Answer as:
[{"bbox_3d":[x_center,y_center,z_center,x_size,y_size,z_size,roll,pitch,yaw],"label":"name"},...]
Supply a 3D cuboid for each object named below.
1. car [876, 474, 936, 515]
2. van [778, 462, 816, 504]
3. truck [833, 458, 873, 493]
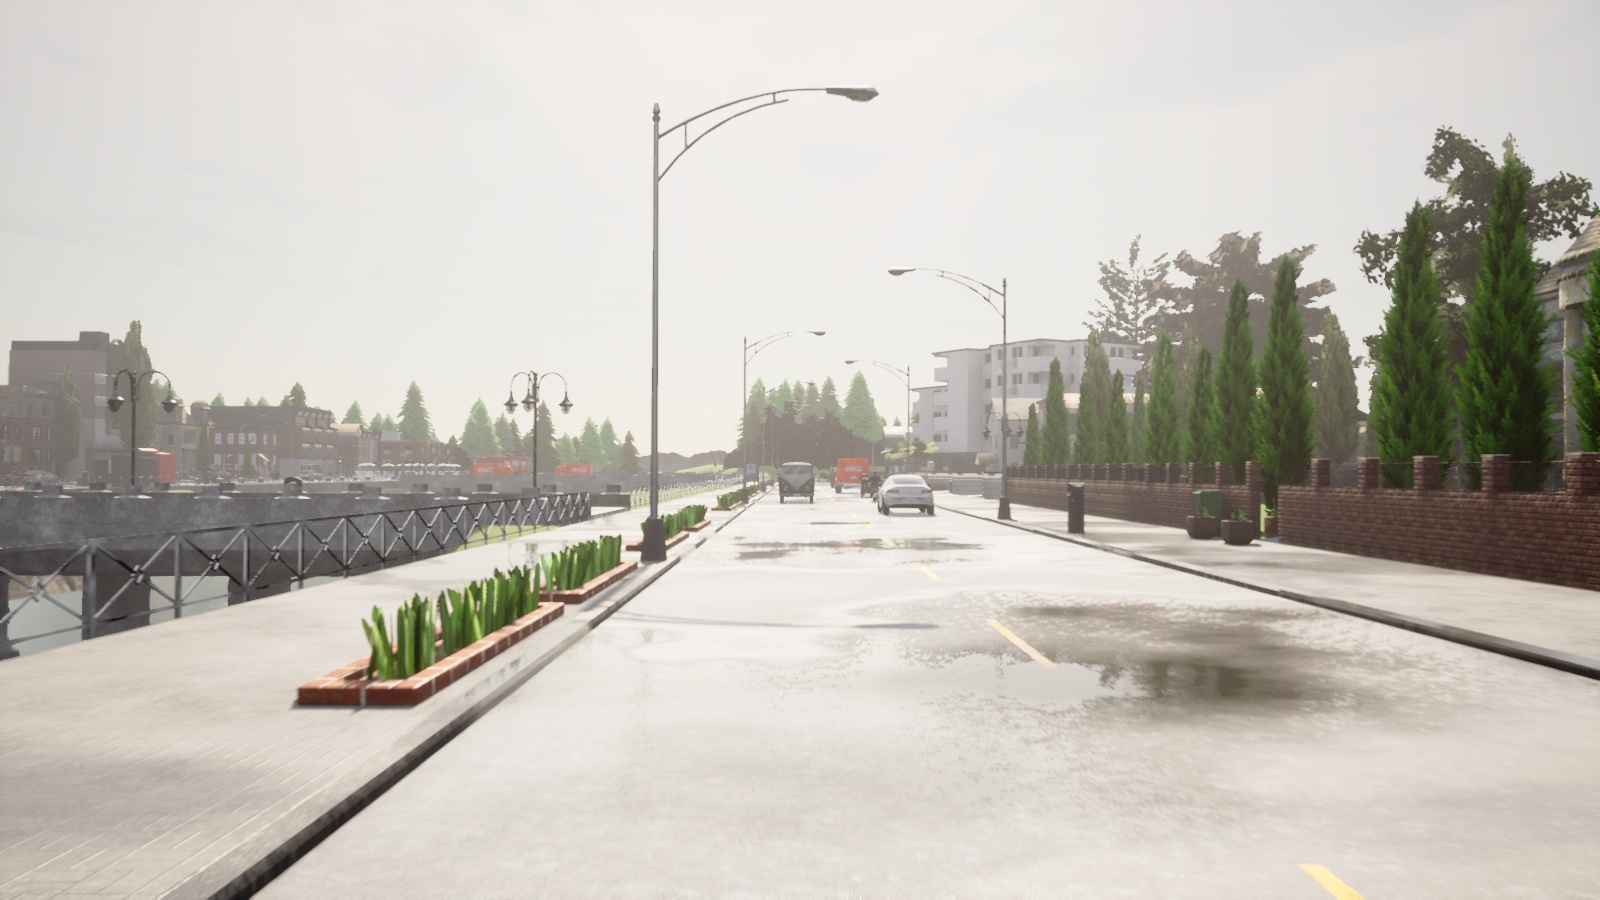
[{"bbox_3d":[3.891,1.605,46.600,1.812,1.442,4.674,0,-1,0],"label":"car"},{"bbox_3d":[-0.147,1.607,62.082,1.775,1.987,4.442,0,-1,0],"label":"van"},{"bbox_3d":[3.784,1.836,91.001,2.627,2.467,5.204,0,-1,0],"label":"truck"}]
